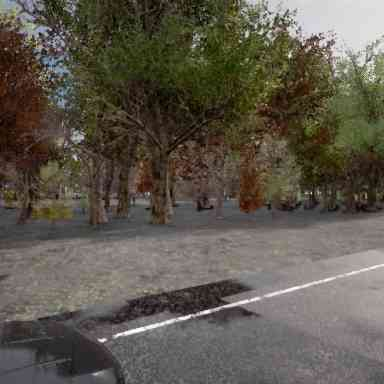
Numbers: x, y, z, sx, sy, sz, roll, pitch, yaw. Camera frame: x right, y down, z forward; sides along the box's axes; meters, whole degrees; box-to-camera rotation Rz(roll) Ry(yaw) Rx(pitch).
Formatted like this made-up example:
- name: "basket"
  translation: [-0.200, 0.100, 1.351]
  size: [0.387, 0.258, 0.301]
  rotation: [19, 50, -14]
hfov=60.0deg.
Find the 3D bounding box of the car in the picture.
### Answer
- name: "car"
  translation: [-2.739, 1.505, 1.787]
  size: [4.892, 1.490, 1.837]
  rotation: [0, 0, -36]
